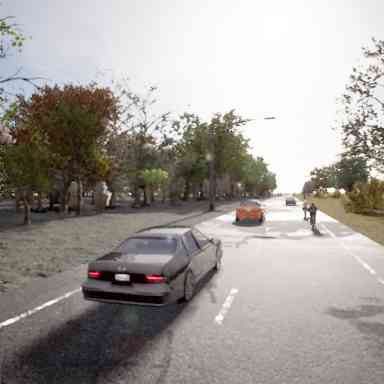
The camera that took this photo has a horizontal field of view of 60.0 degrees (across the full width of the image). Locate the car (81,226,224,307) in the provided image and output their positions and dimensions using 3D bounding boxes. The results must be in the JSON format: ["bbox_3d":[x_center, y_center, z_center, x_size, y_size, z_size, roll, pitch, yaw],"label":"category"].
[{"bbox_3d":[-0.548,1.576,8.341,2.033,1.411,5.357,0,0,16],"label":"car"}]

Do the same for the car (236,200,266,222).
[{"bbox_3d":[4.922,1.433,27.488,2.097,1.767,4.553,0,0,16],"label":"car"}]

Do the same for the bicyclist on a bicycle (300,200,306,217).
[{"bbox_3d":[10.174,1.515,29.913,0.866,1.612,1.509,0,0,16],"label":"bicyclist on a bicycle"}]

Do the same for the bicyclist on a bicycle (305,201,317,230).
[{"bbox_3d":[7.503,1.506,20.628,0.582,1.620,1.656,0,-1,16],"label":"bicyclist on a bicycle"}]

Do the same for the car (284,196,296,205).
[{"bbox_3d":[18.181,1.715,61.152,2.033,1.411,5.357,0,0,16],"label":"car"}]

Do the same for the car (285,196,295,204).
[{"bbox_3d":[20.939,1.696,71.184,1.837,1.490,4.892,0,0,16],"label":"car"}]
